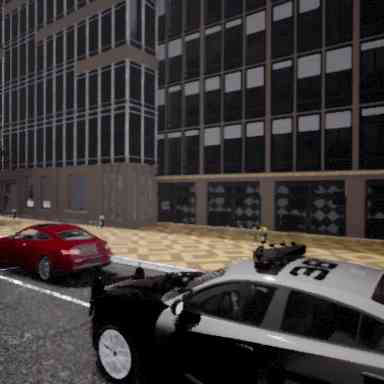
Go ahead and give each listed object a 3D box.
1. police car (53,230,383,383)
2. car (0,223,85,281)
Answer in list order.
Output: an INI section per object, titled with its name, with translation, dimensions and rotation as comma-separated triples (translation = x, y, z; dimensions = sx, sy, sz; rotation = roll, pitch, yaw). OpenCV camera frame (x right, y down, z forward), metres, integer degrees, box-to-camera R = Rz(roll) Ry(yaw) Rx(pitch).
[police car]
translation = 0.849, 1.424, 3.752
dimensions = 5.238, 1.638, 1.930
rotation = 0, 0, 36
[car]
translation = -4.081, 1.538, 9.469
dimensions = 4.206, 1.307, 1.802
rotation = 0, 0, 36
